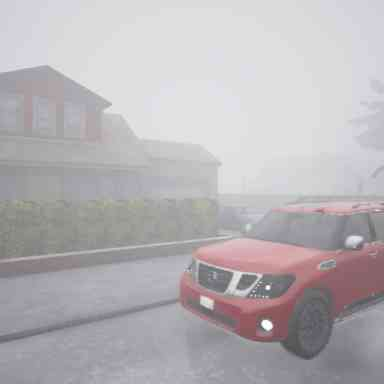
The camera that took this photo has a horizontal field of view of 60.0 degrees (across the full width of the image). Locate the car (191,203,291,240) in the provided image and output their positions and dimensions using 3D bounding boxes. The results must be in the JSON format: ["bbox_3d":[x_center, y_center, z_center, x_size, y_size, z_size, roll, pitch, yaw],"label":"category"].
[{"bbox_3d":[2.260,1.356,16.995,2.033,1.415,5.357,0,0,-33],"label":"car"}]

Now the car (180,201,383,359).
[{"bbox_3d":[2.461,1.221,6.355,5.566,2.045,2.150,0,0,-35],"label":"car"}]
